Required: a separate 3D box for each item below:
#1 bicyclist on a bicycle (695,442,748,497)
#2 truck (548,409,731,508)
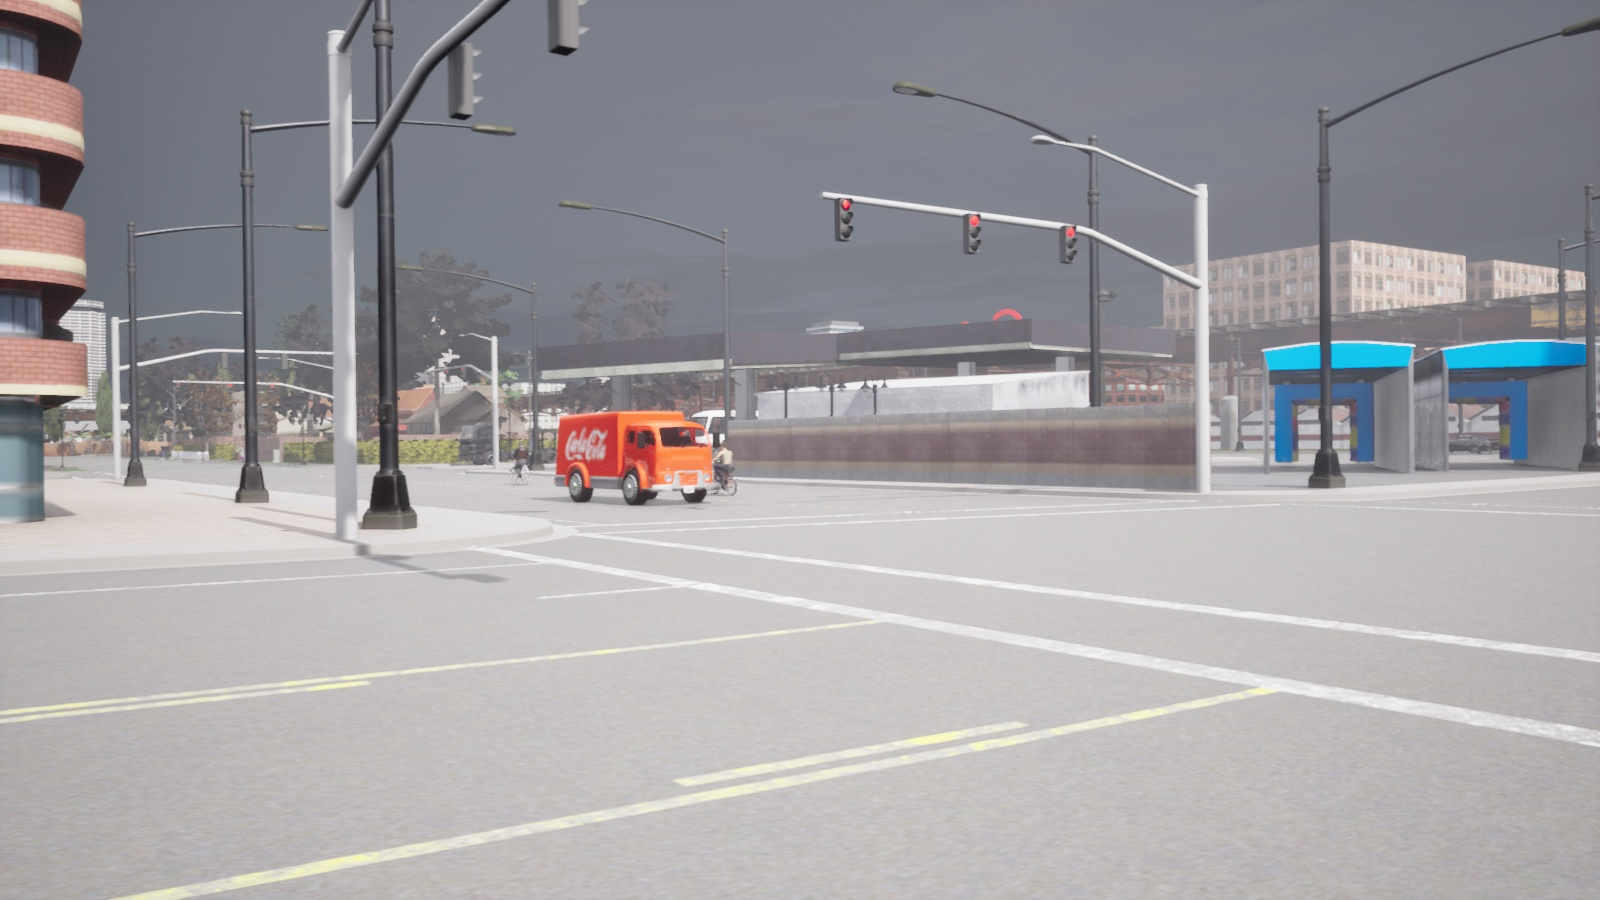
[{"bbox_3d":[-2.358,0.571,37.585,0.866,1.612,1.509,-1,0,-37],"label":"bicyclist on a bicycle"},{"bbox_3d":[-4.453,0.208,34.159,2.627,2.467,5.204,-1,0,-38],"label":"truck"}]
